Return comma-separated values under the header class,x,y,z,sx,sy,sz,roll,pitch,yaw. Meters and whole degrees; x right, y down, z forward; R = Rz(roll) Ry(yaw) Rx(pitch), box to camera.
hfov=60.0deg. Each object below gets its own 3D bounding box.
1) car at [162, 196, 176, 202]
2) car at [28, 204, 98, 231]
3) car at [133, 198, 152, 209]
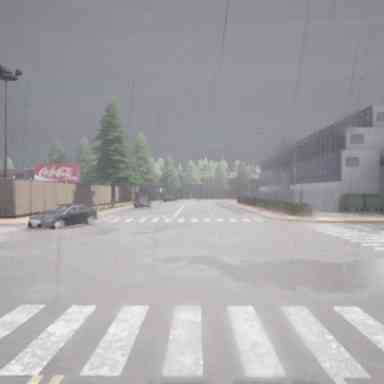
class,x,y,z,sx,sy,sz,roll,pitch,yaw
car,-4.995,1.588,73.100,1.895,1.301,4.718,0,0,14
car,-7.931,1.536,20.897,2.128,1.511,4.902,1,1,21
car,-6.703,1.564,45.471,1.994,1.385,4.181,0,0,1
